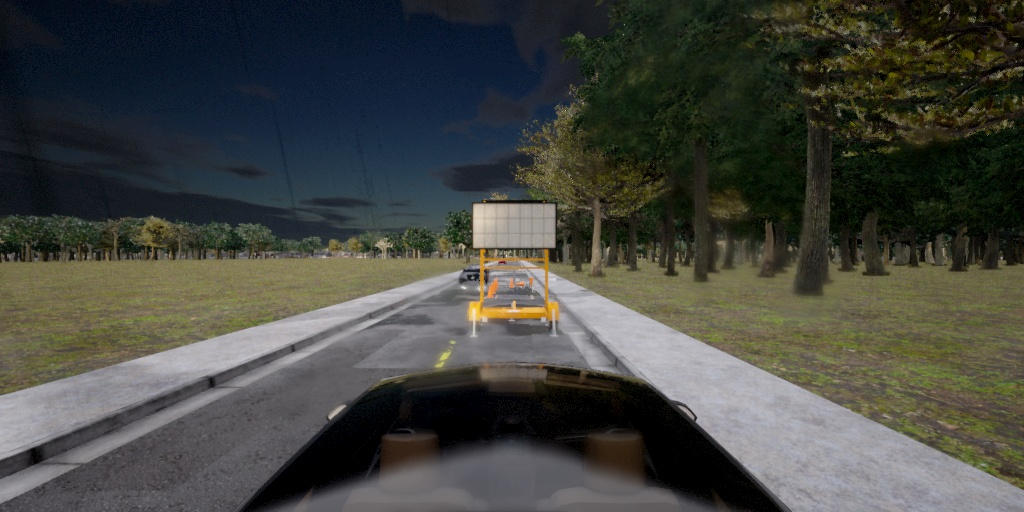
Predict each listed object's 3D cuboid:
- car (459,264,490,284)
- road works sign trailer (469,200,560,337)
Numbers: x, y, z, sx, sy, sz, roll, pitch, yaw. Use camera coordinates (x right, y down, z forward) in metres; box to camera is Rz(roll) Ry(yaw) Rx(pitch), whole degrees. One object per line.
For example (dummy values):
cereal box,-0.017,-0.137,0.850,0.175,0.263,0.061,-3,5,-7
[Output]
car,-2.674,1.314,26.397,1.994,1.385,4.181,0,0,0
road works sign trailer,0.067,0.214,10.256,2.380,3.560,2.880,0,0,0
